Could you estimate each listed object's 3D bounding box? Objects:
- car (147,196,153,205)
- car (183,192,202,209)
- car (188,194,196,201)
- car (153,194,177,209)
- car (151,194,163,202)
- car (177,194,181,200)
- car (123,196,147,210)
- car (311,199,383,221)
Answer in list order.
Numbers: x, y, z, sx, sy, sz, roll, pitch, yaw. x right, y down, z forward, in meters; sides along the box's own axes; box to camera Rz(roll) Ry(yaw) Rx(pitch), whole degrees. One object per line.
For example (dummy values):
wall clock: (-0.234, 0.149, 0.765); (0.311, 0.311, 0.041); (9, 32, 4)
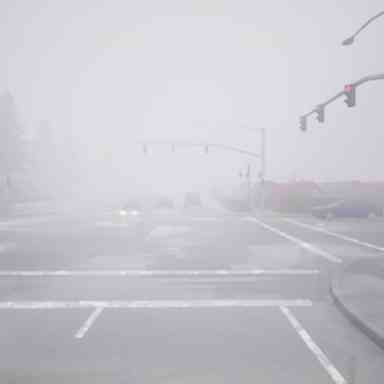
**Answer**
car: (-7.115, 1.323, 52.182); (2.033, 1.411, 5.357); (0, 0, 0)
car: (0.070, 1.039, 42.592); (2.150, 2.045, 5.566); (0, 0, 0)
car: (-0.056, 1.172, 76.581); (1.837, 1.490, 4.892); (0, 0, 0)
car: (-3.430, 1.167, 43.089); (2.097, 1.767, 4.553); (0, 0, 0)
car: (-7.063, 1.191, 66.993); (1.882, 1.535, 5.008); (0, 1, 0)
car: (-3.556, 1.150, 76.663); (1.882, 1.535, 5.008); (0, 0, 0)
car: (-7.120, 1.428, 40.417); (1.895, 1.301, 4.718); (0, 0, 0)
car: (11.543, 1.314, 24.961); (5.008, 1.535, 1.882); (0, 0, 0)
